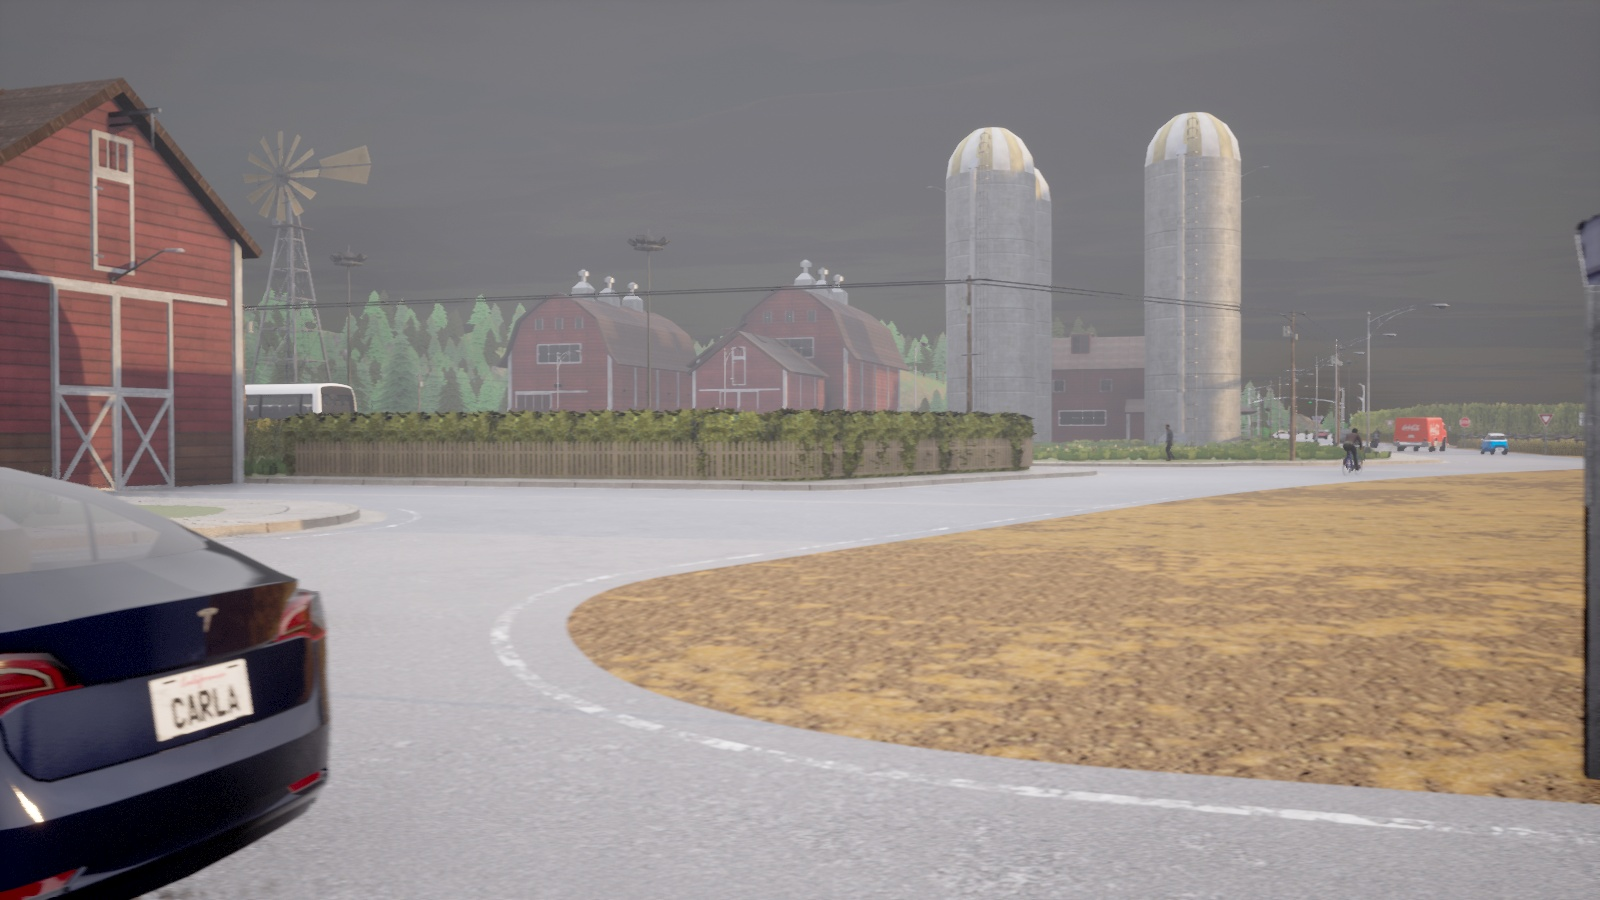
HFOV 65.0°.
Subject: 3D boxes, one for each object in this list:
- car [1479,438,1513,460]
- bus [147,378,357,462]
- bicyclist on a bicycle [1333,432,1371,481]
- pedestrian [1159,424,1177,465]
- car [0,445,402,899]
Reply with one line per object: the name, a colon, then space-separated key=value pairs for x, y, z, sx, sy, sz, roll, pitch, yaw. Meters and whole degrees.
car: x=43.973 y=-0.067 z=79.355 sx=1.481 sy=1.376 sz=2.207 roll=1 pitch=1 yaw=17
bus: x=-29.422 y=-1.591 z=67.528 sx=10.273 sy=4.253 sz=3.944 roll=0 pitch=1 yaw=17
bicyclist on a bicycle: x=18.899 y=0.217 z=42.960 sx=1.656 sy=1.620 sz=0.582 roll=0 pitch=1 yaw=-44
pedestrian: x=17.359 y=-0.264 z=59.215 sx=0.788 sy=1.949 sz=0.423 roll=0 pitch=1 yaw=11
car: x=-4.127 y=0.737 z=4.477 sx=4.792 sy=1.488 sz=2.163 roll=1 pitch=1 yaw=18
